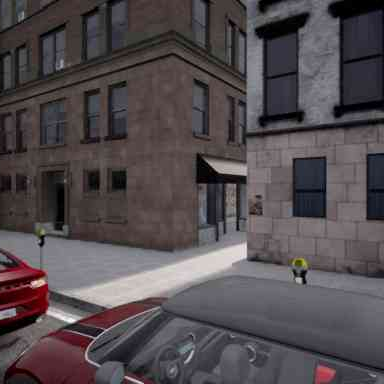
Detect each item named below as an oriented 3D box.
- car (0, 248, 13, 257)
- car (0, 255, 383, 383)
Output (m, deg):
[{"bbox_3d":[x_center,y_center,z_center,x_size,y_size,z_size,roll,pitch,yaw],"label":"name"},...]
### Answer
[{"bbox_3d":[-4.364,1.544,5.872,4.507,1.381,1.887,0,0,35],"label":"car"},{"bbox_3d":[0.284,1.440,2.603,4.097,1.590,1.967,0,0,35],"label":"car"}]
